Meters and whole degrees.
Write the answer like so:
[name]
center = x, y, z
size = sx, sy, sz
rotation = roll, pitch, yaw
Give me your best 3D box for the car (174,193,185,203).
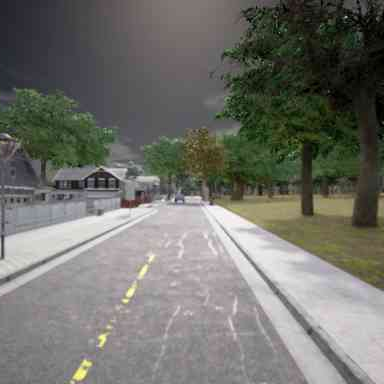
[car]
center = -2.740, 1.348, 73.616
size = 2.150, 2.045, 5.566
rotation = 0, 0, 0
